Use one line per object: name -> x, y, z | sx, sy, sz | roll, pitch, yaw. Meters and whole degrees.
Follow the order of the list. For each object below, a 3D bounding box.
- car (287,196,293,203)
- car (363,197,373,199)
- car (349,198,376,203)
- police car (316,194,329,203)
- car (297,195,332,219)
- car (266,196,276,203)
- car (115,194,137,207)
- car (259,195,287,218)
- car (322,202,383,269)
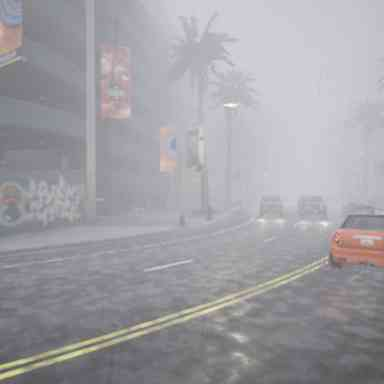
car -> 20.254, 1.566, 70.366 | 1.994, 1.385, 4.181 | -1, 0, 13
car -> 25.663, 1.511, 49.019 | 2.231, 1.521, 4.892 | -1, 0, 13
car -> 13.940, 1.529, 27.968 | 1.837, 1.490, 4.892 | 0, 0, 15
police car -> 29.990, 1.450, 76.485 | 1.930, 1.638, 5.238 | -9, 0, 13
car -> 10.803, 1.282, 30.082 | 2.150, 2.045, 5.566 | -1, 0, 14
car -> 17.330, 1.689, 73.250 | 2.033, 1.411, 5.357 | -1, 0, 13
car -> -10.036, 1.349, 49.582 | 2.435, 2.045, 5.566 | -1, 0, 13
car -> 7.719, 1.317, 32.235 | 2.150, 2.045, 5.566 | -1, 0, 13
car -> 6.017, 1.357, 10.530 | 2.097, 1.767, 4.553 | -1, 0, 39
